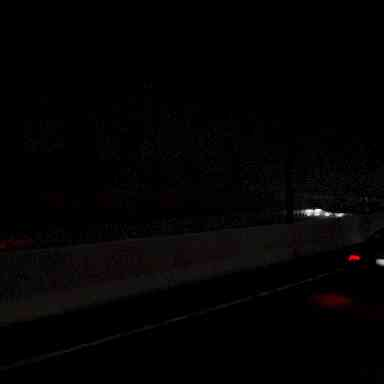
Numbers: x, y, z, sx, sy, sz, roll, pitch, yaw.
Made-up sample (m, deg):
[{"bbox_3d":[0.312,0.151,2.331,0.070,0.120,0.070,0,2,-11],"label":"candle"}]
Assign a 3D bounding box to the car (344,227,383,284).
[{"bbox_3d":[5.954,1.559,8.799,5.357,1.411,2.033,0,0,-42],"label":"car"}]
